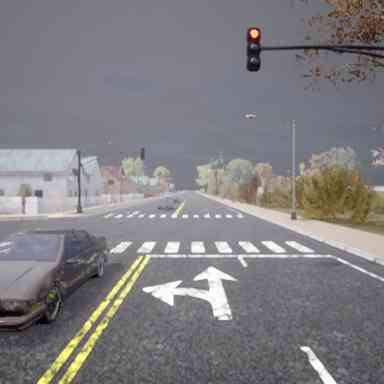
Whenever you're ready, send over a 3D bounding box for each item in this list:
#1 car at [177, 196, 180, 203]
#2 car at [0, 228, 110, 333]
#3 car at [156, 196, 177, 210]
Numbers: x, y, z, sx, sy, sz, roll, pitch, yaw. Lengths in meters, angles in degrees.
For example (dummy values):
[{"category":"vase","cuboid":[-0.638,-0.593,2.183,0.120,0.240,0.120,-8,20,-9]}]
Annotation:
[{"category":"car","cuboid":[-3.241,1.445,63.785,2.033,1.411,5.357,0,0,0]},{"category":"car","cuboid":[-3.251,1.542,7.336,2.033,1.411,5.357,0,0,0]},{"category":"car","cuboid":[-3.243,1.506,41.021,1.837,1.490,4.892,0,2,0]}]
